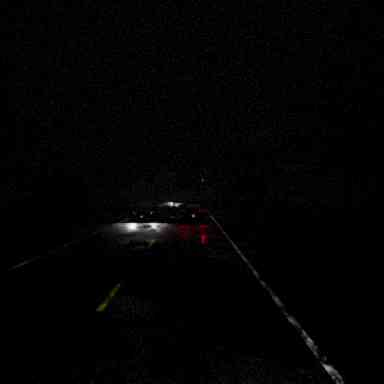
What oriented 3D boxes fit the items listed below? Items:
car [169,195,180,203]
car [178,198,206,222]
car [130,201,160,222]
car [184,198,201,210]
[{"bbox_3d":[-3.508,1.375,67.108,2.128,1.511,4.902,0,0,0],"label":"car"},{"bbox_3d":[0.099,1.479,25.771,1.812,1.442,4.674,0,0,0],"label":"car"},{"bbox_3d":[-3.600,1.479,26.088,1.812,1.442,4.674,0,0,0],"label":"car"},{"bbox_3d":[0.089,1.468,42.698,2.033,1.411,5.357,0,0,0],"label":"car"}]
